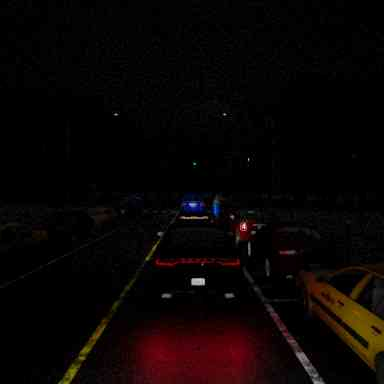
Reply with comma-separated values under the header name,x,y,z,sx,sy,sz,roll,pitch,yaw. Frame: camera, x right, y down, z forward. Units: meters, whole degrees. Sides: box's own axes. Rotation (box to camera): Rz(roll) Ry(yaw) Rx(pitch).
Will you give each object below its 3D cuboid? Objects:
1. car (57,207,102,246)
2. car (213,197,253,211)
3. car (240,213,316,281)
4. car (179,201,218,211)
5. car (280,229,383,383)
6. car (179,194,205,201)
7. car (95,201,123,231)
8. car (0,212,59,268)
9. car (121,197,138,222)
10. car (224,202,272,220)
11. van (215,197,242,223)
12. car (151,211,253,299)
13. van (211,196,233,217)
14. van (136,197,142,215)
name,x,y,z,sx,sy,sz,roll,pitch,yaw
car,-5.768,1.567,15.171,1.947,1.339,4.313,0,0,0
car,2.756,1.317,20.611,2.192,1.841,5.009,0,0,0
car,2.758,1.545,9.735,1.887,1.381,4.507,0,0,0
car,0.093,1.493,18.957,2.128,1.511,4.902,0,0,0
car,2.759,1.525,4.467,1.752,1.417,4.829,0,0,0
car,0.017,1.226,29.352,2.150,2.045,5.566,0,0,-2
car,-5.769,1.527,20.439,1.752,1.417,4.829,0,0,0
car,-5.767,1.526,9.564,1.752,1.417,4.829,0,0,0
car,-5.770,1.443,26.046,1.967,1.590,4.097,0,0,0
car,2.757,1.441,15.173,1.967,1.590,4.097,0,0,0
van,2.755,1.344,26.048,1.690,1.788,3.998,0,0,0
car,0.093,1.478,8.514,1.882,1.535,5.008,0,0,0
van,2.754,1.346,31.486,1.690,1.788,3.998,0,0,0
van,-5.771,1.346,31.484,1.690,1.788,3.998,0,0,0
